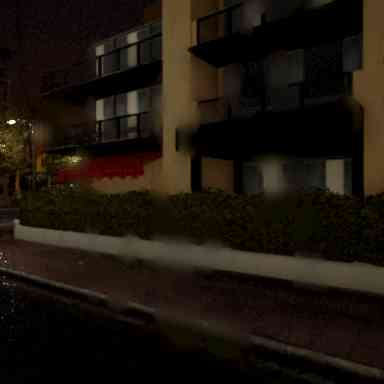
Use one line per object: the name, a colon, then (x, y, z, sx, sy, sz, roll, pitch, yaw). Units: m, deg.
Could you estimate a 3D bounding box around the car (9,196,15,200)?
car: (-36.806, 1.609, 68.612, 4.892, 1.521, 2.231, 0, 0, 36)
